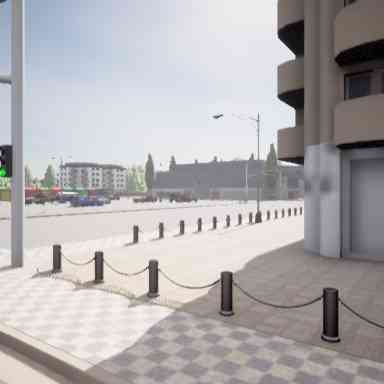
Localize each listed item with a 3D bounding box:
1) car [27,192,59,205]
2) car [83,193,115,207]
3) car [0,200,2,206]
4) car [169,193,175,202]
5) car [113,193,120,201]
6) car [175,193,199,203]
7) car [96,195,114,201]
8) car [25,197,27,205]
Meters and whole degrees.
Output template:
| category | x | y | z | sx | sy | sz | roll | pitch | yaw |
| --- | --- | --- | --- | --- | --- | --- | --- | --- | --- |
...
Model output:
| category | x | y | z | sx | sy | sz | roll | pitch | yaw |
| --- | --- | --- | --- | --- | --- | --- | --- | --- | --- |
| car | -29.192 | 1.177 | 65.237 | 1.932 | 1.855 | 4.605 | 0 | 0 | 36 |
| car | -15.446 | 1.417 | 55.409 | 1.970 | 1.475 | 3.806 | 0 | 0 | 36 |
| car | -28.969 | 1.416 | 46.551 | 1.970 | 1.475 | 3.806 | 0 | 0 | 36 |
| car | -3.019 | 1.179 | 67.979 | 1.905 | 1.878 | 3.866 | 0 | 0 | 36 |
| car | -18.943 | 1.182 | 79.447 | 1.905 | 1.878 | 3.866 | 0 | 0 | 36 |
| car | -0.706 | 1.176 | 66.239 | 1.932 | 1.855 | 4.605 | 0 | 0 | 36 |
| car | -21.283 | 1.422 | 81.152 | 1.970 | 1.475 | 3.806 | 0 | 0 | 36 |
| car | -31.502 | 1.388 | 66.986 | 1.784 | 1.438 | 3.905 | 0 | 0 | 36 |
